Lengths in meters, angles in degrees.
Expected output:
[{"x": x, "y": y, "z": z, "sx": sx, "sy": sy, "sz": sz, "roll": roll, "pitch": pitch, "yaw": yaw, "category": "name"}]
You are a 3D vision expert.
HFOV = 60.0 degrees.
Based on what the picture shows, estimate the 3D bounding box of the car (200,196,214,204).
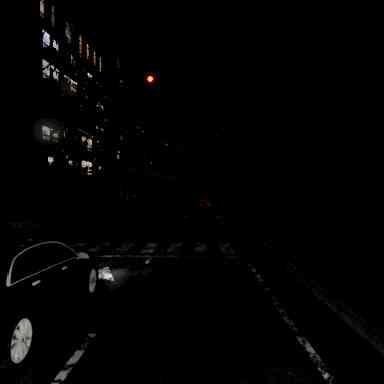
[{"x": 3.008, "y": 1.590, "z": 69.455, "sx": 2.097, "sy": 1.767, "sz": 4.553, "roll": 0, "pitch": 0, "yaw": 9, "category": "car"}]

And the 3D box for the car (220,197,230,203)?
[{"x": 7.868, "y": 1.857, "z": 78.678, "sx": 1.994, "sy": 1.385, "sz": 4.181, "roll": 0, "pitch": 0, "yaw": 12, "category": "car"}]

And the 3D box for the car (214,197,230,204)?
[{"x": 6.198, "y": 1.742, "z": 68.851, "sx": 1.837, "sy": 1.490, "sz": 4.892, "roll": 0, "pitch": 0, "yaw": 10, "category": "car"}]

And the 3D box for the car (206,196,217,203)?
[{"x": 4.633, "y": 1.804, "z": 79.076, "sx": 1.837, "sy": 1.490, "sz": 4.892, "roll": 0, "pitch": 0, "yaw": 11, "category": "car"}]

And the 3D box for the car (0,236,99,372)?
[{"x": -3.046, "y": 1.507, "z": 5.649, "sx": 1.837, "sy": 1.490, "sz": 4.892, "roll": 0, "pitch": 0, "yaw": 1, "category": "car"}]

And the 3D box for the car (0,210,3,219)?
[{"x": -15.135, "y": 1.330, "z": 21.928, "sx": 4.674, "sy": 1.442, "sz": 1.812, "roll": 1, "pitch": 0, "yaw": -18, "category": "car"}]
